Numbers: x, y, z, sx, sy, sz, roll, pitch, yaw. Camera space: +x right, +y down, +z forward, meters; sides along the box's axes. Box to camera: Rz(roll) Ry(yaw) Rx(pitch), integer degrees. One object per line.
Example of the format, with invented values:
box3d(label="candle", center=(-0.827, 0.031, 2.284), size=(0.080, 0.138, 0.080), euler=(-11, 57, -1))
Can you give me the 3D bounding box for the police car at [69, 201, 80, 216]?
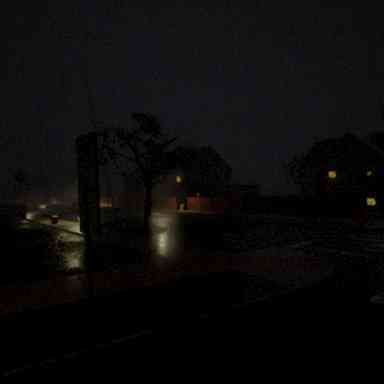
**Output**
box3d(label="police car", center=(-12.833, 1.849, 38.674), size=(1.930, 1.638, 5.238), euler=(-3, 1, -36))
